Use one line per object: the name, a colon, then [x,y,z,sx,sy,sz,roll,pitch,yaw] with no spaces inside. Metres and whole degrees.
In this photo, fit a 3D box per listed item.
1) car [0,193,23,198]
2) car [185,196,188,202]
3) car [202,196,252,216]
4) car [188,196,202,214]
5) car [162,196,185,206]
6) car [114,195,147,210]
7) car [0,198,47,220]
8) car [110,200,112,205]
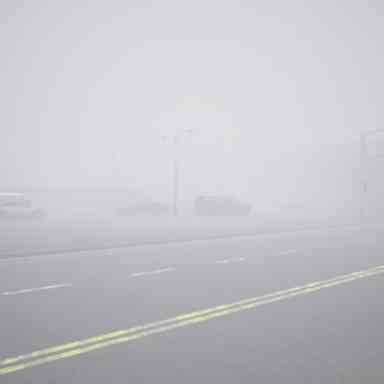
car: [-23.672,1.195,40.549,4.605,1.855,1.932,1,0,-35]
car: [-0.775,1.631,70.754,1.882,1.535,5.008,1,0,-34]
car: [3.614,1.359,32.309,4.605,1.855,1.932,1,0,-35]
car: [1.986,1.363,34.702,3.866,1.878,1.905,1,0,-35]
car: [-3.897,1.559,69.127,1.994,1.385,4.181,1,0,-34]
car: [-9.388,1.364,50.694,3.866,1.878,1.905,1,0,-35]
car: [-13.833,1.436,26.812,3.806,1.475,1.970,1,0,-35]
car: [-11.055,1.604,53.061,3.806,1.475,1.970,1,0,-35]
